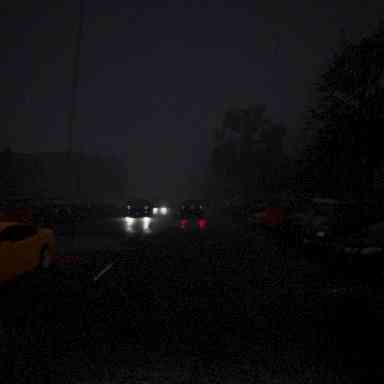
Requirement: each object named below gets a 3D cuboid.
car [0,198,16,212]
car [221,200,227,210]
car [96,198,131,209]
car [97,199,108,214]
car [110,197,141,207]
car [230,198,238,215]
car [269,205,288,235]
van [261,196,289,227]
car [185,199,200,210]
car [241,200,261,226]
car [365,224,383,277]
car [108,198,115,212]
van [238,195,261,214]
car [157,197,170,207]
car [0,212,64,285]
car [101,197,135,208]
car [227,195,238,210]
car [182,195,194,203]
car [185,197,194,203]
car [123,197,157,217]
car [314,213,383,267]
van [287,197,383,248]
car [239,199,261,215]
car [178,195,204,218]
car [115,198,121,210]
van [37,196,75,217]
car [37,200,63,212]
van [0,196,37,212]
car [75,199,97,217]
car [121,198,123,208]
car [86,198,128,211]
[{"bbox_3d":[-11.389,1.375,16.083,4.553,1.767,2.185,-1,0,-20],"label":"car"},{"bbox_3d":[6.420,1.622,39.578,4.792,1.488,2.163,1,-1,-20],"label":"car"},{"bbox_3d":[-11.423,1.674,48.347,4.674,1.452,2.002,-1,-1,-20],"label":"car"},{"bbox_3d":[-11.425,1.565,33.676,4.892,1.521,2.231,-1,-1,-20],"label":"car"},{"bbox_3d":[-11.419,1.677,57.143,4.892,1.521,2.231,-1,0,-20],"label":"car"},{"bbox_3d":[6.423,1.581,30.743,4.792,1.488,2.163,1,-1,-20],"label":"car"},{"bbox_3d":[6.393,1.541,16.014,4.674,1.452,2.002,1,0,-20],"label":"car"},{"bbox_3d":[6.508,1.285,18.998,4.442,1.987,1.878,1,0,-20],"label":"van"},{"bbox_3d":[0.055,1.698,45.384,1.994,1.385,4.181,0,0,0],"label":"car"},{"bbox_3d":[6.223,1.512,21.834,5.366,1.575,1.946,1,0,-20],"label":"car"},{"bbox_3d":[6.403,1.529,7.174,4.674,1.452,2.002,1,0,-20],"label":"car"},{"bbox_3d":[-11.391,1.607,36.622,4.792,1.488,2.163,-1,-1,-20],"label":"car"},{"bbox_3d":[6.504,1.315,27.834,4.442,1.987,1.878,1,-1,-20],"label":"van"},{"bbox_3d":[-5.005,1.766,52.879,1.895,1.301,4.718,0,0,0],"label":"car"},{"bbox_3d":[-5.100,1.481,8.116,1.882,1.535,5.008,0,0,0],"label":"car"},{"bbox_3d":[-11.428,1.649,51.280,4.892,1.521,2.231,-1,-1,-20],"label":"car"},{"bbox_3d":[6.369,1.438,33.666,4.553,1.767,2.185,1,-1,-20],"label":"car"},{"bbox_3d":[-1.024,1.732,86.871,2.435,2.045,5.566,0,-1,-7],"label":"car"},{"bbox_3d":[-0.662,1.885,80.883,2.097,1.535,5.008,0,-1,-1],"label":"car"},{"bbox_3d":[-5.011,1.424,32.624,2.097,1.767,4.553,0,0,0],"label":"car"},{"bbox_3d":[6.400,1.532,10.120,4.674,1.452,2.002,1,0,-20],"label":"car"},{"bbox_3d":[6.293,1.269,13.022,4.442,1.987,1.878,1,0,-20],"label":"van"},{"bbox_3d":[6.388,1.528,24.844,4.892,1.521,2.231,1,-1,-20],"label":"car"},{"bbox_3d":[0.017,1.419,31.262,2.097,1.767,4.553,0,0,0],"label":"car"},{"bbox_3d":[-11.430,1.593,39.548,4.892,1.521,2.231,-1,-1,-20],"label":"car"},{"bbox_3d":[-11.314,1.300,24.920,4.442,1.987,1.878,-1,0,-20],"label":"van"},{"bbox_3d":[-11.411,1.517,21.941,5.008,1.535,2.097,-1,0,-20],"label":"car"},{"bbox_3d":[-11.528,1.284,18.965,4.442,1.987,1.878,-1,0,-20],"label":"van"},{"bbox_3d":[-11.451,1.426,30.736,4.553,1.767,2.185,-1,-1,-20],"label":"car"},{"bbox_3d":[-11.422,1.646,42.478,4.674,1.452,2.002,-1,-1,-20],"label":"car"},{"bbox_3d":[-11.592,1.619,45.344,5.366,1.575,1.946,-1,0,-20],"label":"car"}]
